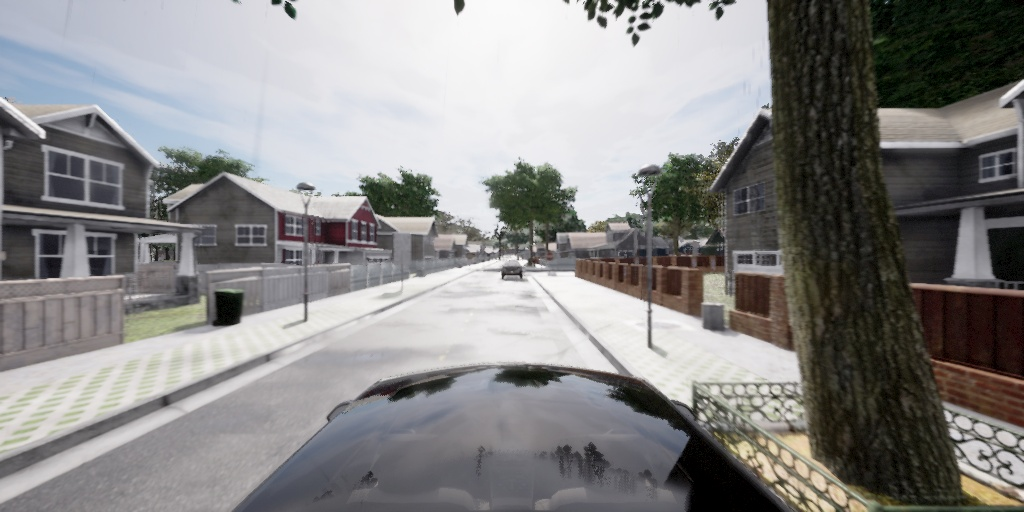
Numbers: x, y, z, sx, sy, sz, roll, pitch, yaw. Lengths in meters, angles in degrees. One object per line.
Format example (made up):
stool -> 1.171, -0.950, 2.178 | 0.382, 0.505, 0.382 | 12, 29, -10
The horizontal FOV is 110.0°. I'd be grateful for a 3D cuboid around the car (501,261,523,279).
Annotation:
car -> 0.013, 1.234, 32.733 | 1.882, 1.535, 5.008 | 0, -1, 0
